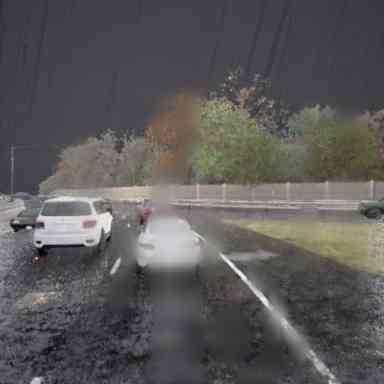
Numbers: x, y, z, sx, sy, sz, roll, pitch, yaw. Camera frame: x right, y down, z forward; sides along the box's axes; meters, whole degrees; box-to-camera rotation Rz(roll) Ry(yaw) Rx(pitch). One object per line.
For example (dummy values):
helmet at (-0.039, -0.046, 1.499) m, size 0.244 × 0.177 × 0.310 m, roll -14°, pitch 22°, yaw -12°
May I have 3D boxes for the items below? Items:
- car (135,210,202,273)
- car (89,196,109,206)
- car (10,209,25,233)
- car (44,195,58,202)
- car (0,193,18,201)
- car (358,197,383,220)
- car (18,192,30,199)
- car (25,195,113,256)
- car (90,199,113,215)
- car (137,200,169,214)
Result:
car at (-0.788, 1.519, 10.619) m, size 1.812 × 1.442 × 4.674 m, roll 0°, pitch 0°, yaw -6°
car at (-15.777, 1.495, 56.419) m, size 2.128 × 1.511 × 4.902 m, roll 0°, pitch 0°, yaw -30°
car at (-9.186, 1.614, 19.976) m, size 1.895 × 1.301 × 4.718 m, roll 0°, pitch 0°, yaw -12°
car at (-34.214, 1.568, 80.667) m, size 1.812 × 1.442 × 4.674 m, roll 0°, pitch 0°, yaw -40°
car at (-45.277, 1.420, 80.892) m, size 4.902 × 1.511 × 2.128 m, roll 0°, pitch 0°, yaw 37°
car at (16.222, 1.145, 26.270) m, size 5.566 × 2.045 × 2.150 m, roll 0°, pitch 0°, yaw 17°
car at (-43.043, 1.111, 83.583) m, size 5.566 × 2.045 × 2.150 m, roll 0°, pitch 0°, yaw 37°
car at (-4.514, 1.225, 13.418) m, size 2.150 × 2.045 × 5.566 m, roll 0°, pitch 0°, yaw -8°
car at (-9.540, 1.493, 34.797) m, size 2.128 × 1.511 × 4.902 m, roll 0°, pitch 0°, yaw -18°
car at (-2.954, 1.340, 24.650) m, size 2.097 × 1.767 × 4.553 m, roll 0°, pitch 0°, yaw -12°
